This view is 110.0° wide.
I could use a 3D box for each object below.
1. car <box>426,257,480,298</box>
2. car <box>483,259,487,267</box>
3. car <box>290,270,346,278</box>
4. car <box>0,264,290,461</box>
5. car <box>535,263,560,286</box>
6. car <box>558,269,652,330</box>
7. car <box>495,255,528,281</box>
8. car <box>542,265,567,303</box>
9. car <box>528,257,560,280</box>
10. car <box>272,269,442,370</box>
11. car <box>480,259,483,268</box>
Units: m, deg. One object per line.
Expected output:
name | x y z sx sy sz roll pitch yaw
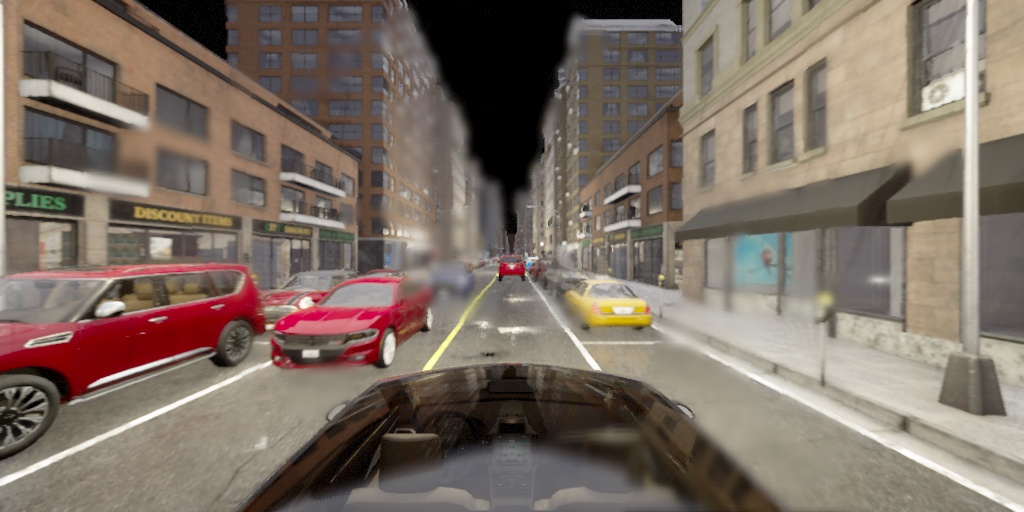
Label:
car | -3.005 1.086 18.175 2.097 1.767 4.553 0 0 0
car | -5.880 1.239 61.074 1.888 1.381 4.507 0 0 0
car | -5.861 1.181 10.713 1.967 1.591 4.097 0 0 0
car | -5.859 1.061 5.117 2.192 1.841 5.009 0 0 0
car | 2.661 1.296 21.928 1.948 1.339 4.313 0 0 0
car | 2.665 1.267 10.910 1.751 1.417 4.829 0 0 0
car | -0.003 0.946 30.183 2.150 2.045 5.566 0 0 0
car | 2.663 1.286 16.334 2.007 1.370 4.403 0 0 0
car | 2.659 1.039 27.523 2.192 1.841 5.009 0 0 0
car | -3.082 1.222 8.000 1.882 1.535 5.008 0 0 0
car | -5.877 1.223 55.309 1.751 1.417 4.829 0 0 0
